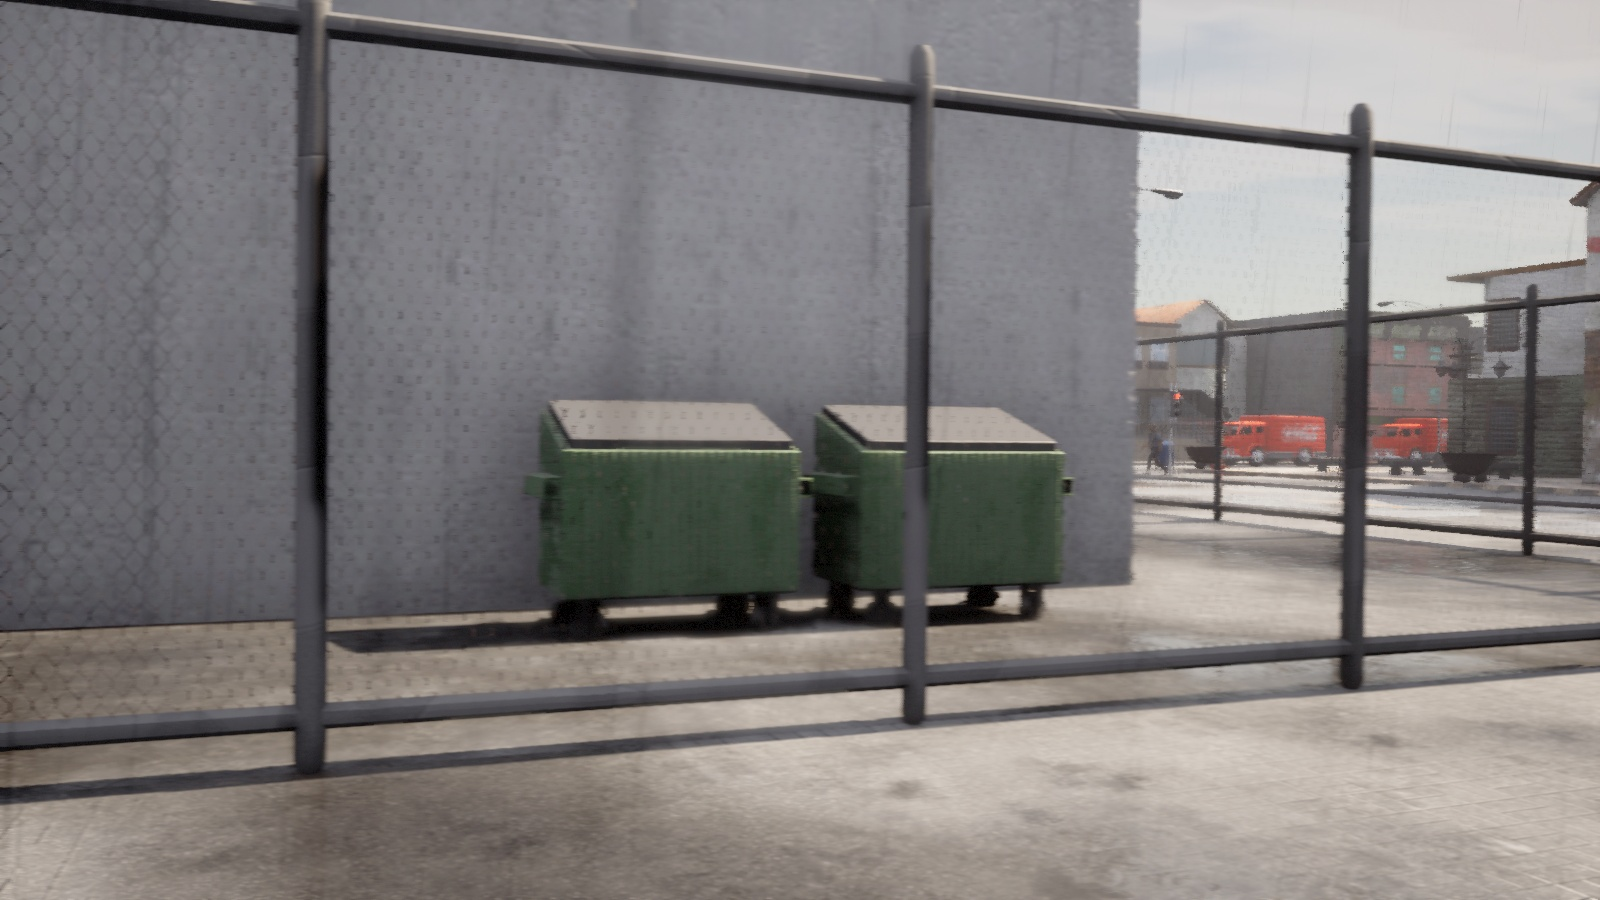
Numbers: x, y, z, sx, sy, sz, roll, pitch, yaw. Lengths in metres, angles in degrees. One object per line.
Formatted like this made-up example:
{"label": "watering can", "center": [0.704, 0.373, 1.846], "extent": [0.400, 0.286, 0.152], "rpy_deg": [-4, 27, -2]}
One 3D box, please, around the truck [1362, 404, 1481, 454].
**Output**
{"label": "truck", "center": [31.836, -1.080, 64.337], "extent": [5.204, 2.467, 2.627], "rpy_deg": [-1, 1, -21]}

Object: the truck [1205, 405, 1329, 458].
{"label": "truck", "center": [22.624, -0.924, 60.852], "extent": [5.204, 2.467, 2.627], "rpy_deg": [-1, 1, -21]}

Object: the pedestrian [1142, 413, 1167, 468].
{"label": "pedestrian", "center": [11.961, -0.321, 42.386], "extent": [0.694, 1.848, 0.540], "rpy_deg": [-1, 1, -1]}
